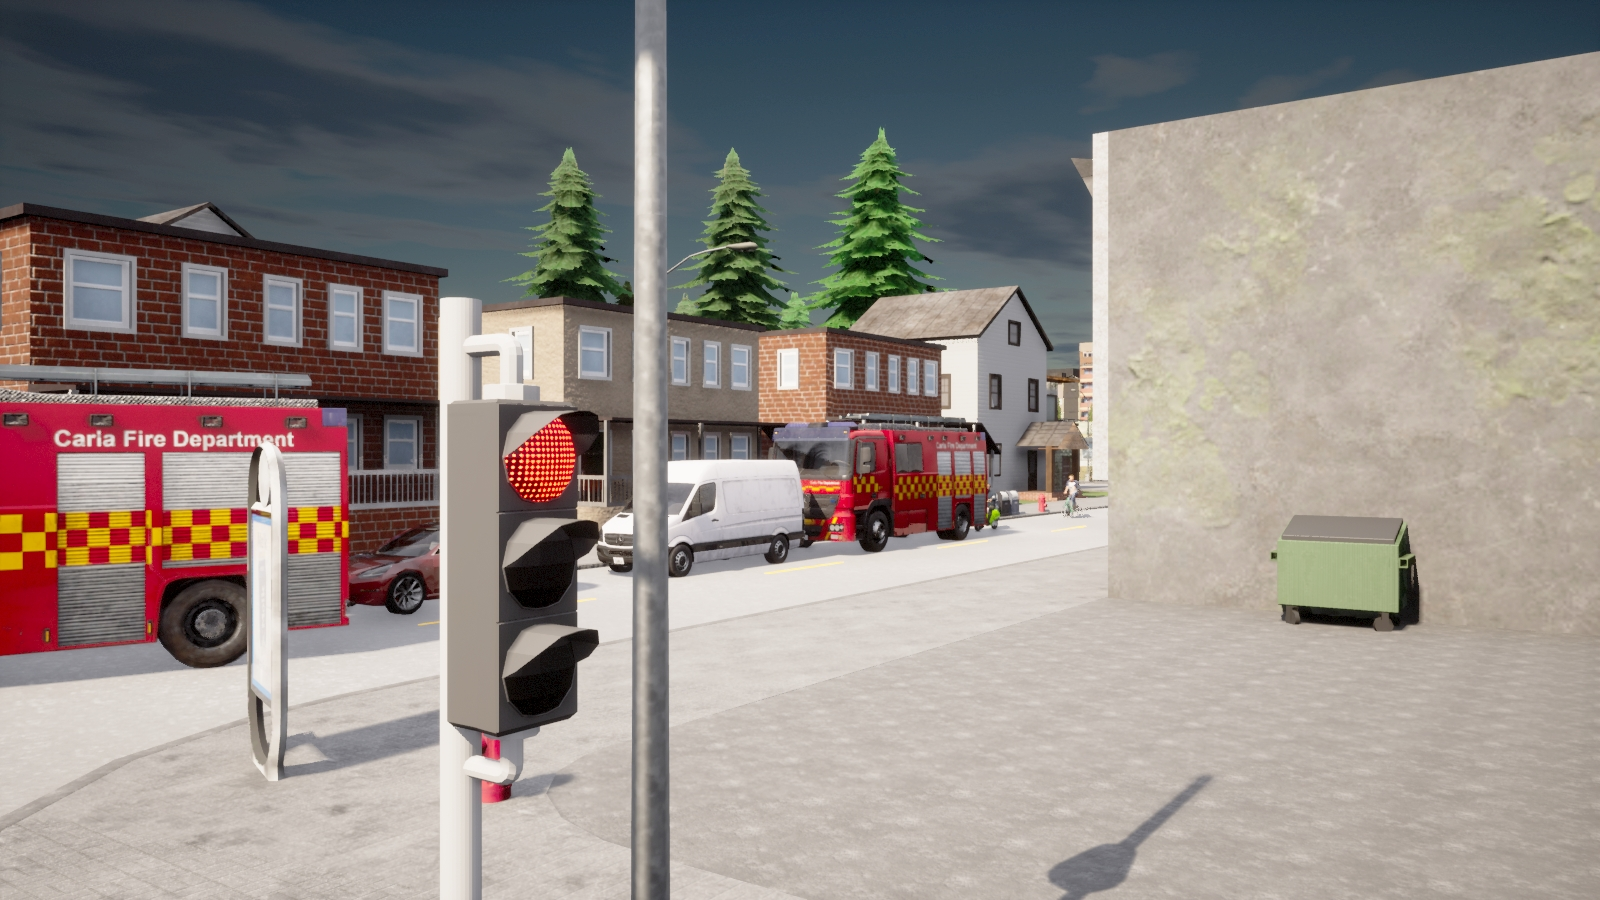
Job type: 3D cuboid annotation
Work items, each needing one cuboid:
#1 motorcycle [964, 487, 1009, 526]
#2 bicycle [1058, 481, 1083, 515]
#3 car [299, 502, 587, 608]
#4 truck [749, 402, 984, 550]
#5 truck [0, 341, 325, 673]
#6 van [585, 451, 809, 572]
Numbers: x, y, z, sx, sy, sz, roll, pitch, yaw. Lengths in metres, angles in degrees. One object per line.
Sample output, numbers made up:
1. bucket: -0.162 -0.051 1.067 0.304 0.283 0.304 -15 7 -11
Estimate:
1. motorcycle: 6.506 1.955 39.767 0.856 1.236 1.805 0 0 35
2. bicycle: 10.902 1.929 46.036 0.373 1.296 1.643 0 0 35
3. car: -6.471 1.835 21.251 2.163 1.488 4.792 0 0 35
4. truck: 2.235 0.662 33.662 2.891 3.827 8.468 0 0 35
5. truck: -10.611 0.661 13.932 8.468 3.827 2.891 0 0 -35
6. van: -2.273 1.307 27.238 1.988 2.561 5.915 0 0 35
